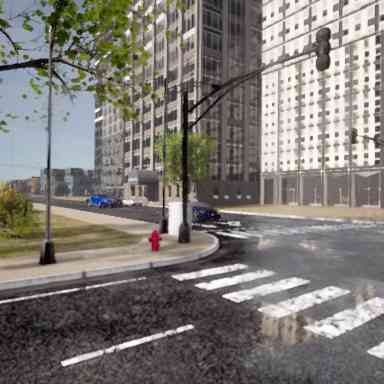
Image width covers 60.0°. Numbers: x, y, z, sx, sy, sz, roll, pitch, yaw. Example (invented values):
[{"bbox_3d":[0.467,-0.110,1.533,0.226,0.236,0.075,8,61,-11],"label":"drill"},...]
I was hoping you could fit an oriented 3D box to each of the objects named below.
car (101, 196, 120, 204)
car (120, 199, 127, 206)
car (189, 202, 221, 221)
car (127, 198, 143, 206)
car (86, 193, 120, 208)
[{"bbox_3d":[-15.202,1.499,61.795,1.812,1.442,4.674,1,0,-34],"label":"car"},{"bbox_3d":[-12.148,1.470,51.440,1.812,1.442,4.674,1,0,-33],"label":"car"},{"bbox_3d":[0.447,1.502,26.566,1.994,1.385,4.181,1,0,-34],"label":"car"},{"bbox_3d":[-9.654,1.589,53.508,1.895,1.301,4.718,1,0,-34],"label":"car"},{"bbox_3d":[-12.250,1.126,45.565,2.150,2.045,5.566,1,0,-34],"label":"car"}]
